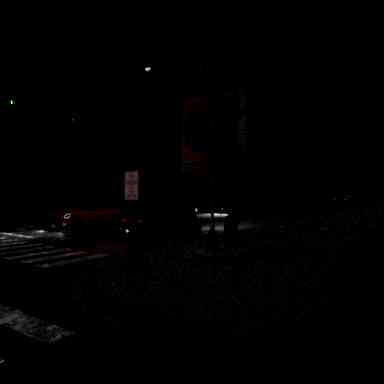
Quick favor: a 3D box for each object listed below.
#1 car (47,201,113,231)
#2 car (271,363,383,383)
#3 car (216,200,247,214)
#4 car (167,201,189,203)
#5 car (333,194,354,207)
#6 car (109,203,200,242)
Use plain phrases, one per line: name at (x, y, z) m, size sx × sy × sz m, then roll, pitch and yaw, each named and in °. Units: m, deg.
car at (-6.688, 1.370, 20.987) m, size 2.097 × 1.767 × 4.553 m, roll 0°, pitch 0°, yaw 35°
car at (2.222, 1.551, 1.258) m, size 4.403 × 1.369 × 2.008 m, roll 0°, pitch 0°, yaw 36°
car at (4.342, 1.617, 36.553) m, size 1.994 × 1.385 × 4.181 m, roll 0°, pitch 0°, yaw 36°
car at (-1.456, 1.538, 28.375) m, size 1.837 × 1.490 × 4.892 m, roll 0°, pitch 0°, yaw 35°
car at (24.096, 1.347, 52.872) m, size 2.150 × 2.045 × 5.566 m, roll 0°, pitch 0°, yaw 35°
car at (-1.442, 1.517, 16.801) m, size 2.128 × 1.511 × 4.902 m, roll 0°, pitch 0°, yaw 35°
